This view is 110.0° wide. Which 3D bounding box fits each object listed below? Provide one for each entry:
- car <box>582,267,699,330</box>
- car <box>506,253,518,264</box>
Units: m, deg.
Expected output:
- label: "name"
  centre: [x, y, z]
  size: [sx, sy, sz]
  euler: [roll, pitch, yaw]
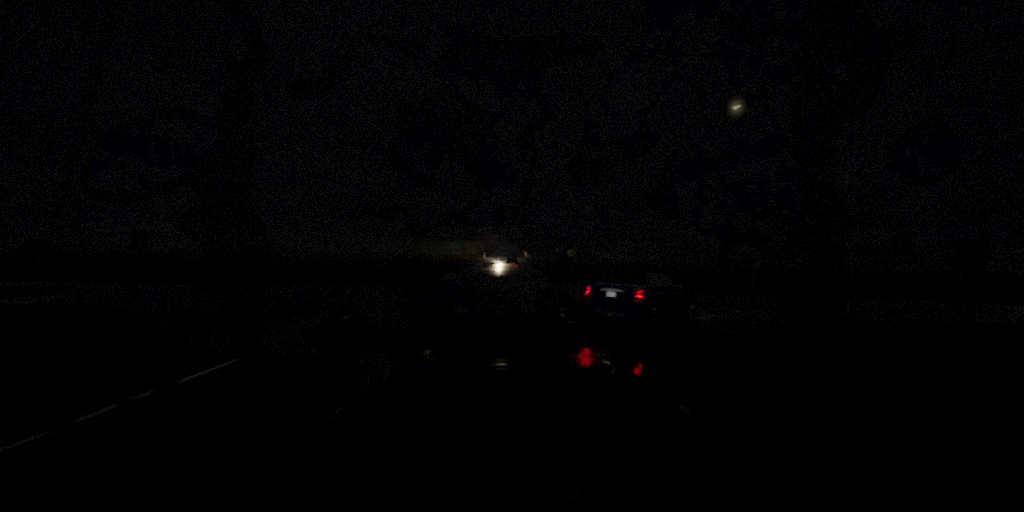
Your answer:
- label: "car"
  centre: [4.217, 1.195, 11.433]
  size: [2.097, 1.767, 4.553]
  euler: [0, -3, 44]
- label: "car"
  centre: [0.015, 0.640, 64.630]
  size: [1.882, 1.535, 5.008]
  euler: [0, 2, 0]
